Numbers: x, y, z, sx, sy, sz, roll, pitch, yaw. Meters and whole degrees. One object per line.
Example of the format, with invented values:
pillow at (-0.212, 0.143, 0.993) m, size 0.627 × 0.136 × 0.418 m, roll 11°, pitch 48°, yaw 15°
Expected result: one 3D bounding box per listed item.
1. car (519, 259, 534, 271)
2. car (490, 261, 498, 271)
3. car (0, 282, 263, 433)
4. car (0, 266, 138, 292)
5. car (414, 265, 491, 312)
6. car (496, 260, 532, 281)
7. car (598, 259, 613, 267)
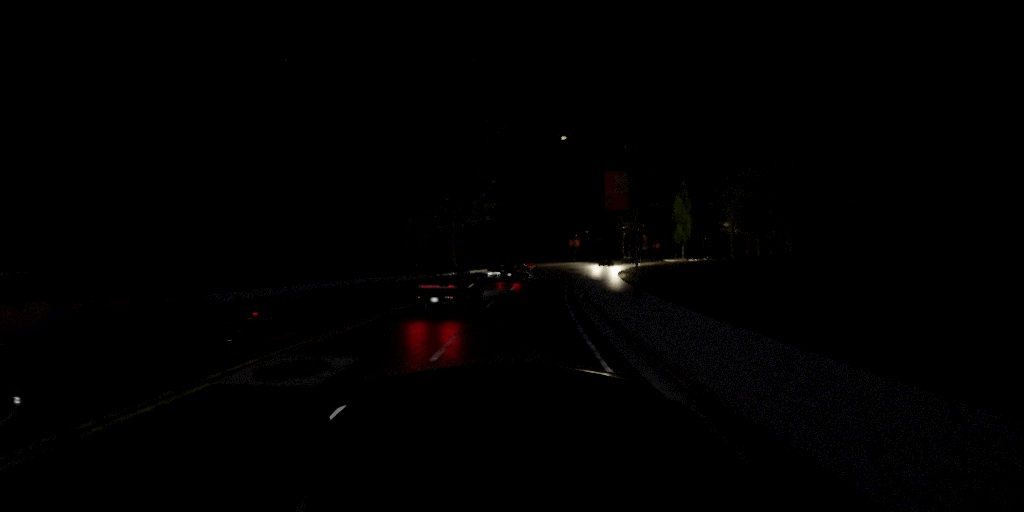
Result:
car at (1.455, 1.195, 47.881) m, size 2.097 × 1.767 × 4.553 m, roll 0°, pitch 0°, yaw 20°
car at (-1.636, 1.406, 48.931) m, size 2.033 × 1.411 × 5.357 m, roll 0°, pitch 0°, yaw 20°
car at (-6.492, 1.283, 5.549) m, size 2.033 × 1.411 × 5.357 m, roll 0°, pitch 0°, yaw 2°
car at (-9.622, 1.081, 6.826) m, size 2.097 × 1.767 × 4.553 m, roll 0°, pitch 0°, yaw 3°
car at (-2.401, 1.271, 14.517) m, size 2.128 × 1.511 × 4.902 m, roll 0°, pitch 0°, yaw 5°
car at (0.286, 1.345, 31.299) m, size 1.812 × 1.442 × 4.674 m, roll 0°, pitch 0°, yaw 12°
car at (16.520, 1.232, 63.210) m, size 1.812 × 1.442 × 4.674 m, roll -1°, pitch 0°, yaw 28°
